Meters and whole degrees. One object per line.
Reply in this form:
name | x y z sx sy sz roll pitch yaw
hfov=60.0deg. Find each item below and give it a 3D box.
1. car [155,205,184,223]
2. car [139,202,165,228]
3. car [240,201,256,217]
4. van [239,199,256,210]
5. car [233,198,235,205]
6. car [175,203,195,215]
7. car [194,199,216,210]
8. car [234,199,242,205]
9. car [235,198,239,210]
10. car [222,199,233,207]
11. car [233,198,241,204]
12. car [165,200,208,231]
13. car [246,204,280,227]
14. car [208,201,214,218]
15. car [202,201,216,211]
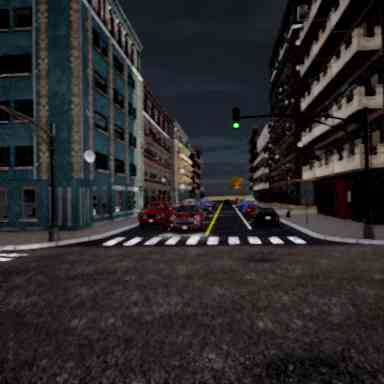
car | -1.969 1.954 30.627 1.887 1.381 4.507 -1 -1 6
car | -2.538 1.666 25.107 2.192 1.841 5.009 -1 -1 6
car | 6.435 1.914 35.349 1.802 1.307 4.206 -1 -1 6
van | 6.997 1.730 40.875 1.690 1.788 3.998 -1 -1 6
car | 9.259 2.165 62.965 2.008 1.369 4.403 -1 -1 6
car | -0.839 2.067 41.673 1.887 1.381 4.507 -1 -1 6
car | 1.736 1.984 42.592 2.128 1.511 4.902 -1 -1 6
car | 10.954 2.324 79.533 1.887 1.381 4.507 -1 -1 6
car | 8.128 1.942 51.920 1.967 1.590 4.097 -1 -1 6
car | 6.894 2.175 64.512 1.837 1.490 4.892 -1 -1 6
car | 11.519 2.378 85.057 1.887 1.381 4.507 -1 -1 6
car | -0.260 1.640 22.847 2.097 1.767 4.553 -1 -1 5
car | 5.305 1.783 24.304 1.947 1.339 4.313 -1 -1 6
car | 0.713 1.882 32.637 2.128 1.511 4.902 -1 -1 6
car | 2.793 2.195 52.569 1.895 1.301 4.718 -1 -1 6
